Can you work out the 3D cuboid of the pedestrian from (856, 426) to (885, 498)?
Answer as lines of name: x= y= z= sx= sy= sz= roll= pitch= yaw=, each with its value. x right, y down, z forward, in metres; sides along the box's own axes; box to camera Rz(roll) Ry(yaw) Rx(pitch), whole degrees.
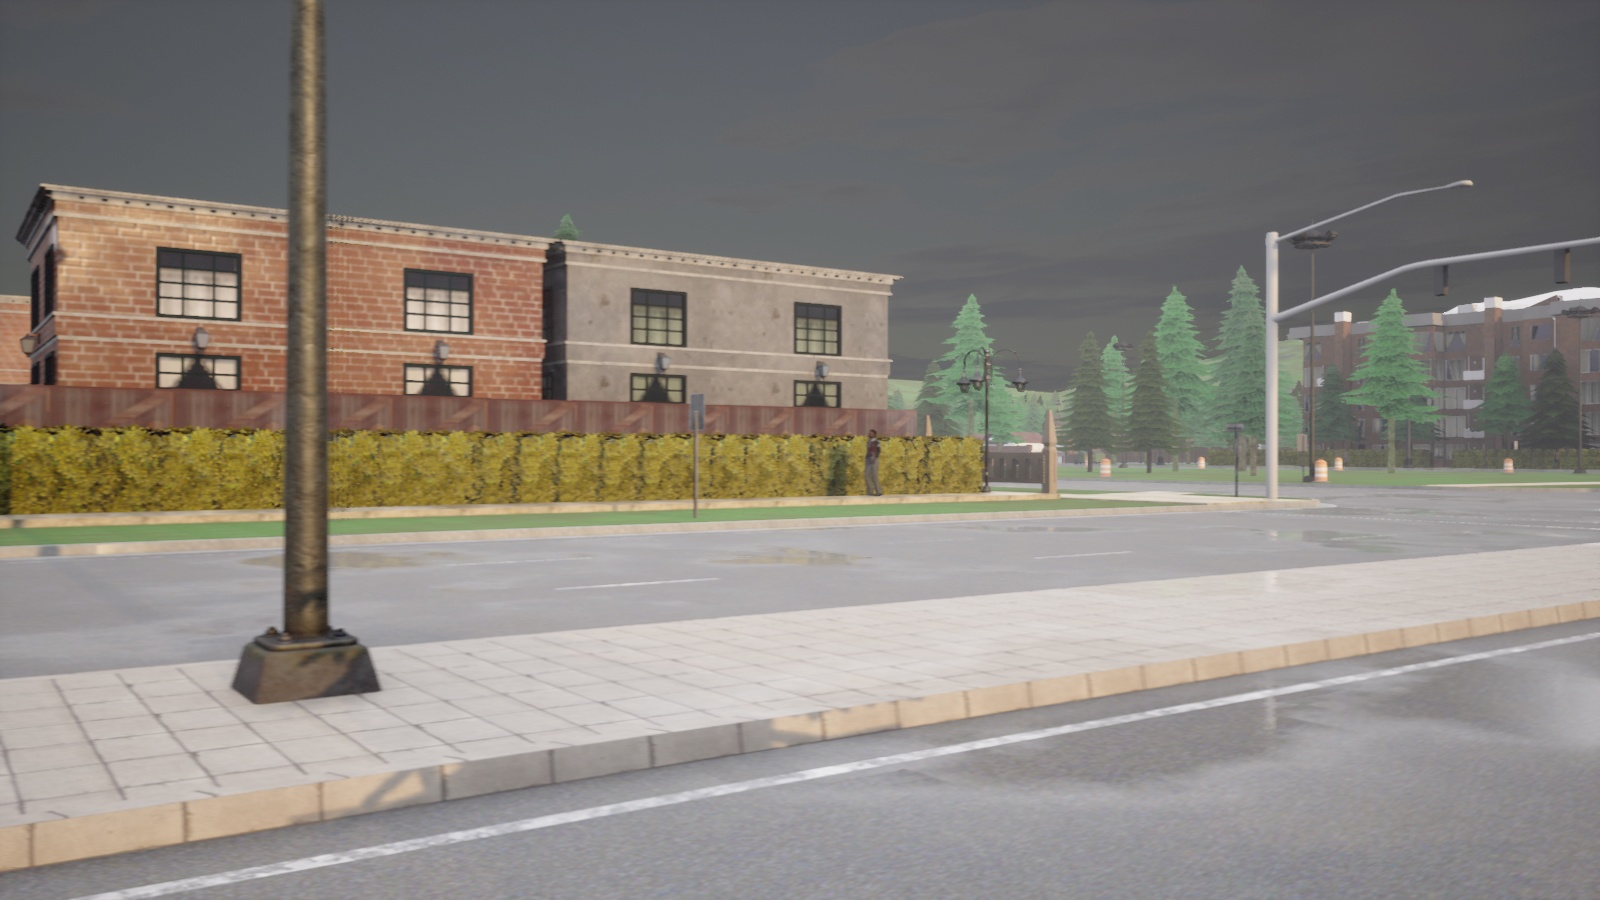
pedestrian: x=1.904 y=0.332 z=34.026 sx=0.666 sy=1.930 sz=0.402 roll=0 pitch=0 yaw=-35
